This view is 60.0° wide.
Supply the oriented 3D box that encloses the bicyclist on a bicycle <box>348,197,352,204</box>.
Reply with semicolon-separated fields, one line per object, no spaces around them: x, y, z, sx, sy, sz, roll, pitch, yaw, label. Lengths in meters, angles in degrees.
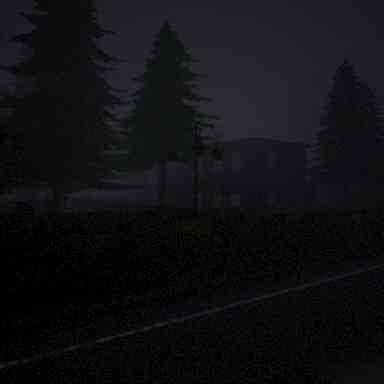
19.869;1.438;42.148;1.656;1.620;0.582;0;0;-29;bicyclist on a bicycle
